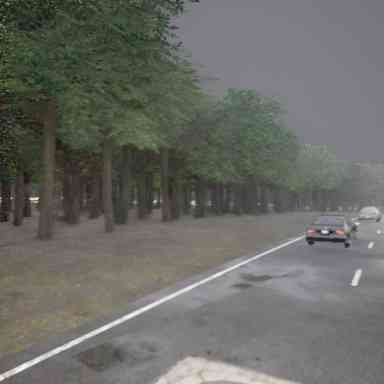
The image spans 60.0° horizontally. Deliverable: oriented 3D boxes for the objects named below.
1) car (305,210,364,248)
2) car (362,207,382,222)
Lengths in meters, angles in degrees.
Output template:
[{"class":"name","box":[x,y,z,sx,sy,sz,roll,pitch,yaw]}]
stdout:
[{"class":"car","box":[7.018,1.810,16.436,2.033,1.411,5.357,-1,-1,31]},{"class":"car","box":[18.041,2.226,33.654,1.812,1.442,4.674,-1,-2,34]}]
